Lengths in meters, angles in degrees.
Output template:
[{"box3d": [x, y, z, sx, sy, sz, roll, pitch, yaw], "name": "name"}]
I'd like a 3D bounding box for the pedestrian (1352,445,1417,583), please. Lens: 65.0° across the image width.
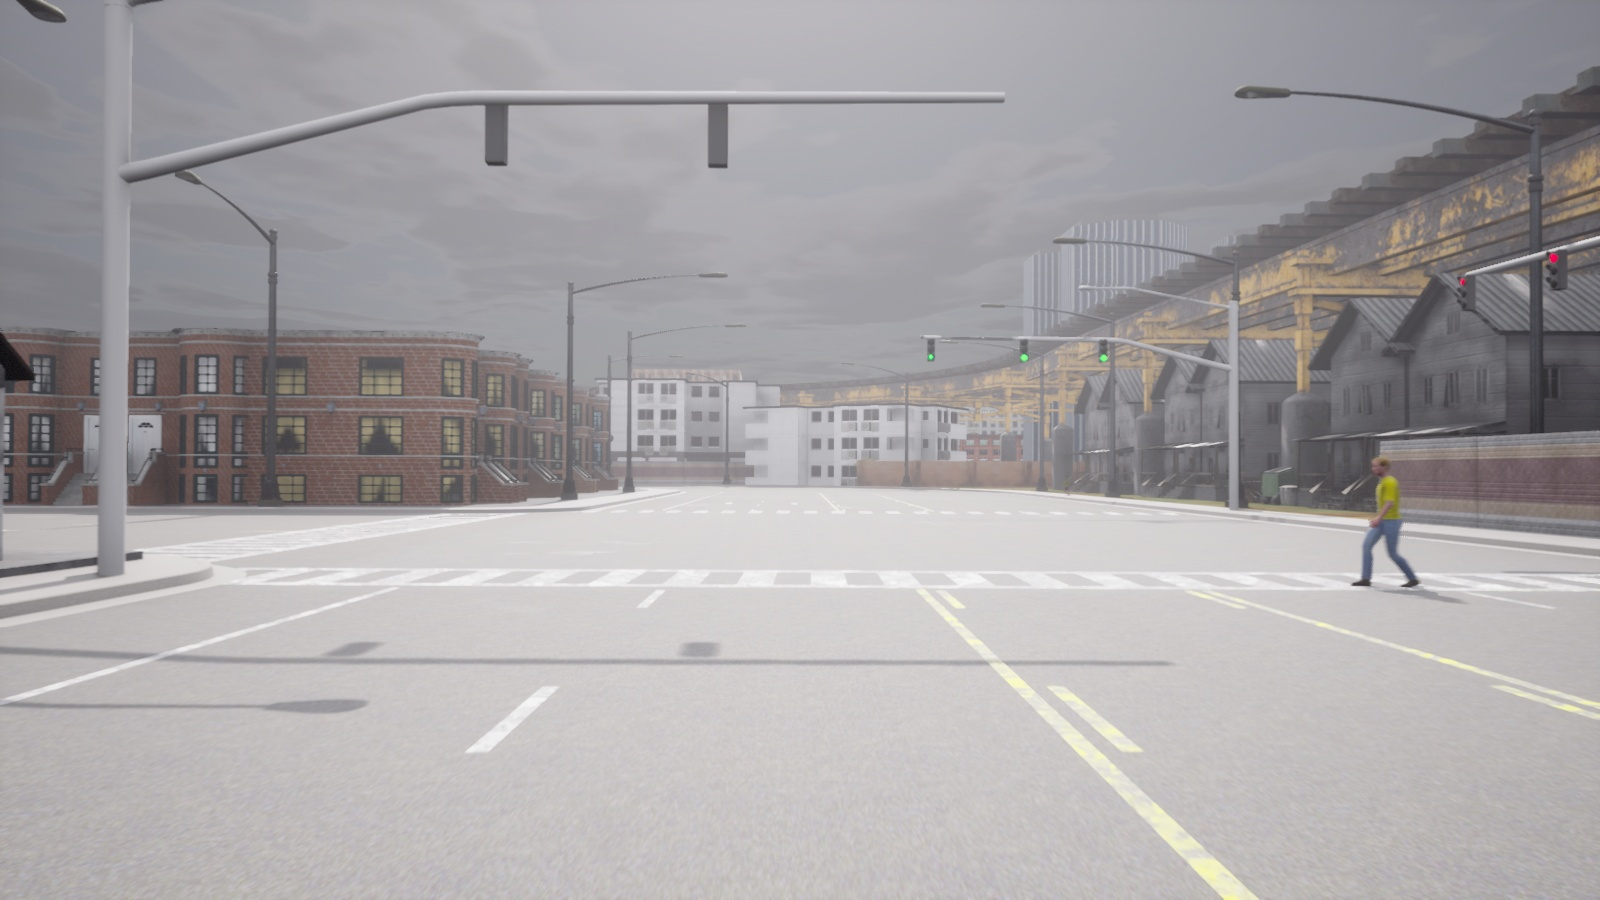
[{"box3d": [7.896, 0.857, 16.980, 0.706, 1.836, 0.354, 0, -1, 8], "name": "pedestrian"}]
